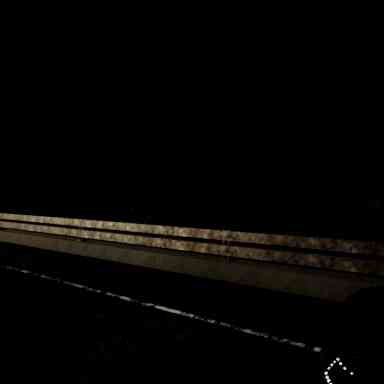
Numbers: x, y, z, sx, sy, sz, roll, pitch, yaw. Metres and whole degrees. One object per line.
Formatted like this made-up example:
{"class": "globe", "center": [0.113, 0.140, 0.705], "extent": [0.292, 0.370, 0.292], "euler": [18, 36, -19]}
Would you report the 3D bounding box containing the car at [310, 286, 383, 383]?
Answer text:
{"class": "car", "center": [3.471, 1.222, 1.516], "extent": [5.566, 2.045, 2.150], "euler": [0, 0, 36]}
